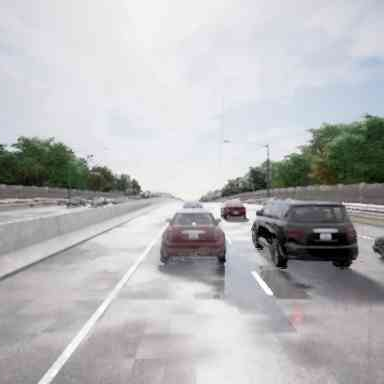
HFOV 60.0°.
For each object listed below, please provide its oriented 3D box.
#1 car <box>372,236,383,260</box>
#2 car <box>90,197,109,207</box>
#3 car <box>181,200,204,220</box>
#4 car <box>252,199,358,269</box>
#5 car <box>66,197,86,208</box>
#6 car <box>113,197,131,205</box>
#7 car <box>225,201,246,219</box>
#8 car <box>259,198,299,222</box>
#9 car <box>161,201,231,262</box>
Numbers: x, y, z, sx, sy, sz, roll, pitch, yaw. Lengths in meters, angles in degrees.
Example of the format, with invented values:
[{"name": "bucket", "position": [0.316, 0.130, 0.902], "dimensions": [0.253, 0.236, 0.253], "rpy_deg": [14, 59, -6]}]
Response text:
[{"name": "car", "position": [7.038, 1.576, 8.858], "dimensions": [2.033, 1.411, 5.357], "rpy_deg": [0, 0, 0]}, {"name": "car", "position": [-14.095, 1.564, 50.990], "dimensions": [2.128, 1.511, 4.902], "rpy_deg": [0, 0, 0]}, {"name": "car", "position": [0.061, 1.510, 29.236], "dimensions": [1.882, 1.535, 5.008], "rpy_deg": [0, 0, 0]}, {"name": "car", "position": [3.557, 1.256, 11.480], "dimensions": [2.150, 2.045, 5.566], "rpy_deg": [0, 0, 0]}, {"name": "car", "position": [-17.594, 1.575, 50.716], "dimensions": [1.837, 1.490, 4.892], "rpy_deg": [0, -1, 0]}, {"name": "car", "position": [-10.598, 1.546, 50.580], "dimensions": [1.882, 1.535, 5.008], "rpy_deg": [0, -1, 0]}, {"name": "car", "position": [3.560, 1.510, 29.257], "dimensions": [1.882, 1.535, 5.008], "rpy_deg": [0, 0, 0]}, {"name": "car", "position": [7.053, 1.384, 27.411], "dimensions": [2.097, 1.767, 4.553], "rpy_deg": [0, 0, 0]}, {"name": "car", "position": [0.062, 1.383, 12.387], "dimensions": [2.097, 1.767, 4.553], "rpy_deg": [0, 0, 0]}]
